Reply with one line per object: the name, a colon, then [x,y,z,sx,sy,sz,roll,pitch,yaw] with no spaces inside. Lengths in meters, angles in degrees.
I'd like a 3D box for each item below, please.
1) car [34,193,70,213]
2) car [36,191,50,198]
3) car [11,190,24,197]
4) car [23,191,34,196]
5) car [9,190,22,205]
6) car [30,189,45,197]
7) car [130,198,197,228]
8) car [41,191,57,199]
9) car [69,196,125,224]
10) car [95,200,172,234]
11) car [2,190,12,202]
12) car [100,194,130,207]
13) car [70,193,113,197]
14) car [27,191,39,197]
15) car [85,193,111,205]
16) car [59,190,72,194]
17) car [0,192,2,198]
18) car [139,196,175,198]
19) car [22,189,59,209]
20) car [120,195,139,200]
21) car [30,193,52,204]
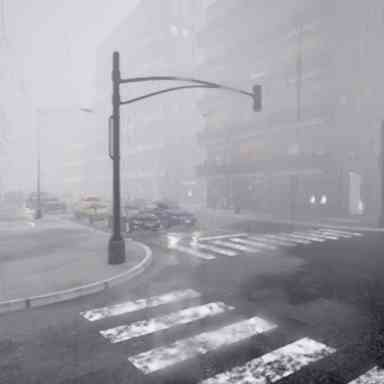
car: [-12.981,1.112,30.958,1.887,1.381,4.507,1,0,-36]
car: [-32.252,0.532,71.941,1.887,1.381,4.507,1,0,-36]
car: [-43.390,0.331,82.748,2.128,1.511,4.902,0,1,-36]
car: [-42.034,0.348,85.480,1.947,1.339,4.313,1,0,-36]
car: [-22.662,0.884,44.358,1.752,1.417,4.829,1,0,-36]
car: [-35.509,0.234,76.452,2.192,1.841,5.009,1,0,-36]
car: [-1.646,1.286,19.669,1.812,1.442,4.674,0,1,-37]
car: [-28.991,0.607,67.428,2.008,1.369,4.403,1,0,-36]
car: [-6.360,1.236,21.794,1.752,1.417,4.829,1,0,-36]
car: [-3.199,1.330,17.419,2.008,1.369,4.403,1,0,-36]
car: [-26.019,0.602,49.008,2.192,1.841,5.009,1,0,-36]
car: [-9.428,1.023,40.351,2.008,1.369,4.403,1,0,-36]
car: [-9.066,1.077,29.944,1.882,1.535,5.008,0,2,-36]
car: [-38.773,0.401,80.967,2.008,1.369,4.403,1,0,-36]
car: [-12.788,0.926,45.001,1.752,1.417,4.829,1,0,-36]
car: [-22.467,0.509,58.401,2.192,1.841,5.009,1,0,-36]
car: [-35.805,0.646,62.548,1.947,1.339,4.313,1,0,-36]
car: [-2.906,1.053,31.325,1.967,1.590,4.097,1,0,-36]
car: [-16.238,0.812,35.470,2.192,1.841,5.009,1,0,-36]
car: [-6.169,1.094,35.838,2.008,1.369,4.403,1,0,-36]
car: [-21.527,0.894,47.343,1.994,1.385,4.181,0,1,-36]
